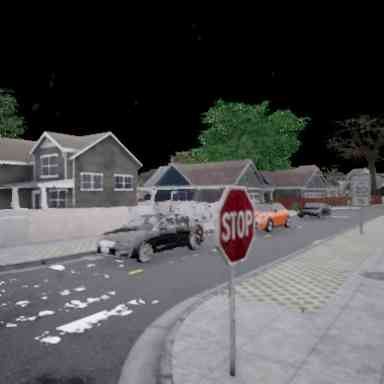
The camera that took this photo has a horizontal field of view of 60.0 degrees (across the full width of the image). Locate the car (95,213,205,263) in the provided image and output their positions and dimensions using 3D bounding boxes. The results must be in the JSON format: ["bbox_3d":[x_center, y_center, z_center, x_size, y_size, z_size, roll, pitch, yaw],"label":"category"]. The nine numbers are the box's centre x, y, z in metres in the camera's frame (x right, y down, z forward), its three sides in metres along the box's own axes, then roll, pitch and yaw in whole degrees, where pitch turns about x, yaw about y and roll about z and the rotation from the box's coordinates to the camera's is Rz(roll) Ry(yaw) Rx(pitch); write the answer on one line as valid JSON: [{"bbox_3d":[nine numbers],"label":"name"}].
[{"bbox_3d":[-1.390,1.596,12.689,2.128,1.511,4.902,-1,0,35],"label":"car"}]

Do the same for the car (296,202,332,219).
[{"bbox_3d":[11.223,1.627,30.176,2.033,1.411,5.357,-1,0,37],"label":"car"}]

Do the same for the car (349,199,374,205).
[{"bbox_3d":[21.312,1.188,41.797,4.902,1.511,2.128,0,0,-44],"label":"car"}]

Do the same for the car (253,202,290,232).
[{"bbox_3d":[4.470,1.445,20.853,2.097,1.767,4.553,-1,0,36],"label":"car"}]
